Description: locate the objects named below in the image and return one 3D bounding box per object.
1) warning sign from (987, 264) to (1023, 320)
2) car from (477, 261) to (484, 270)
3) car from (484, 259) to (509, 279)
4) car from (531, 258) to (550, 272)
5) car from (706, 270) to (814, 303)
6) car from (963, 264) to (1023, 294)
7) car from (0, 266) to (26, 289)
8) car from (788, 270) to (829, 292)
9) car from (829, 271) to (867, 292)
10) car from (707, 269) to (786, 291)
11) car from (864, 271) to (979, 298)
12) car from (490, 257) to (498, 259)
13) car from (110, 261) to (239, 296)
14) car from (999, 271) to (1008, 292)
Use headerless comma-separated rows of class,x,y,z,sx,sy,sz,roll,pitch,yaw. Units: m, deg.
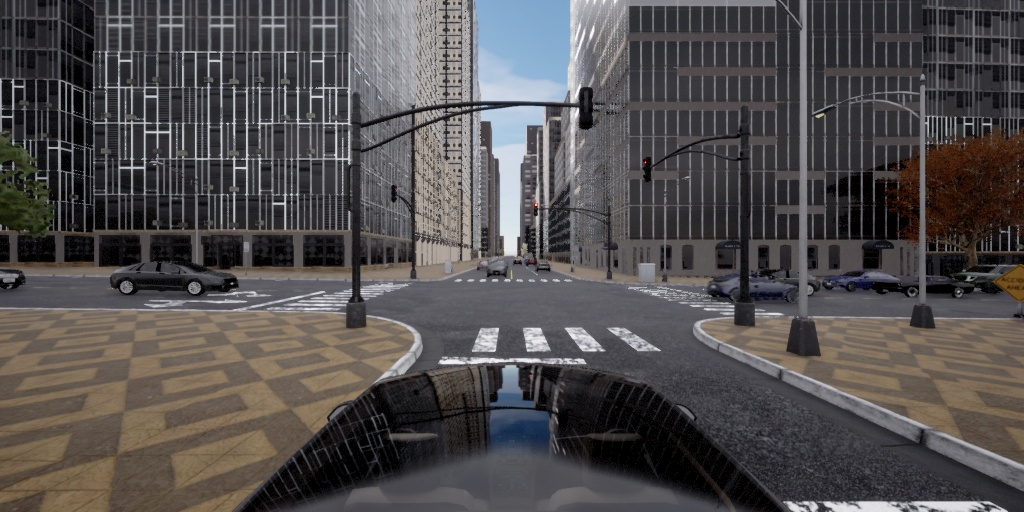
warning sign,17.268,1.204,12.189,1.060,1.860,1.300,0,0,-3
car,-4.059,1.342,51.470,1.802,1.307,4.207,0,0,0
car,-1.411,1.274,33.643,1.837,1.490,4.892,0,0,-2
car,3.898,1.329,45.983,1.948,1.339,4.313,0,0,0
car,12.137,1.559,18.043,4.181,1.385,1.994,1,0,0
car,34.640,1.620,25.715,5.566,2.045,2.150,1,0,-3
car,-25.298,0.802,16.197,4.902,1.511,2.128,1,0,-3
car,15.785,1.564,21.590,4.892,1.490,1.837,1,0,-4
car,24.556,1.741,25.245,4.674,1.442,1.812,1,0,-3
car,16.155,1.629,24.851,4.181,1.385,1.994,1,0,-3
car,25.028,1.826,22.017,4.718,1.301,1.895,1,0,-3
car,-1.572,1.255,47.631,2.128,1.511,4.902,0,0,0
car,-15.516,0.994,16.653,4.892,1.490,1.837,1,0,-3
car,34.120,1.914,22.433,4.674,1.442,1.812,1,0,-2
